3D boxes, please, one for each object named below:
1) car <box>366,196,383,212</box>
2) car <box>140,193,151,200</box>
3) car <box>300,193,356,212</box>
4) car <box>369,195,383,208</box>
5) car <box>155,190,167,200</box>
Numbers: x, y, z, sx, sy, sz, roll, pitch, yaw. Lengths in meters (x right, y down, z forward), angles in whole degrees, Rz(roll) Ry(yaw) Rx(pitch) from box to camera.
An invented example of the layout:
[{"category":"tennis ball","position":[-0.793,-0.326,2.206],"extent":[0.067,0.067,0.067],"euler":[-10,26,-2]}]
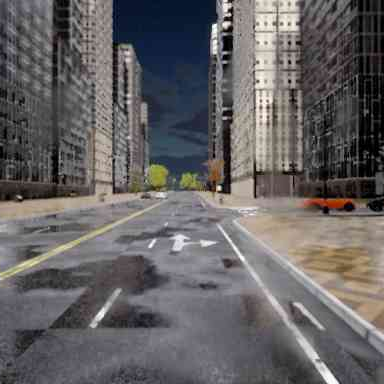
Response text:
[{"category":"car","position":[16.692,1.008,27.343],"extent":[4.403,1.369,2.008],"euler":[-1,0,-1]},{"category":"car","position":[-9.725,0.846,70.441],"extent":[2.033,1.411,5.357],"euler":[0,1,0]},{"category":"car","position":[12.251,0.869,29.986],"extent":[4.553,1.767,2.097],"euler":[-1,0,-1]},{"category":"car","position":[21.976,0.983,35.790],"extent":[4.829,1.417,1.752],"euler":[-1,0,-1]},{"category":"car","position":[-6.475,0.532,70.406],"extent":[2.150,2.045,5.566],"euler":[0,1,0]}]
